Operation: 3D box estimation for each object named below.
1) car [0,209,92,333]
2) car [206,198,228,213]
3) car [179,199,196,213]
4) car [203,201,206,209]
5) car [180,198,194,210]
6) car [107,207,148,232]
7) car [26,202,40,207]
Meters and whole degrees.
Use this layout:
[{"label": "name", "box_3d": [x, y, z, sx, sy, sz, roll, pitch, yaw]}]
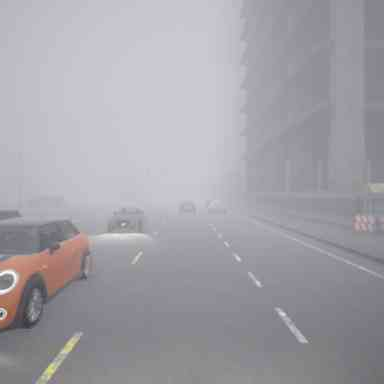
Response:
[{"label": "car", "box_3d": [-3.688, 1.382, 6.974, 2.097, 1.767, 4.553, 0, 0, -1]}, {"label": "car", "box_3d": [2.990, 1.693, 39.279, 1.812, 1.442, 4.674, 0, 0, 0]}, {"label": "car", "box_3d": [-0.527, 1.729, 38.593, 1.994, 1.385, 4.181, 0, 0, -1]}, {"label": "car", "box_3d": [2.814, 1.714, 49.126, 1.837, 1.490, 4.892, 0, 0, -1]}, {"label": "car", "box_3d": [-0.735, 1.684, 48.415, 1.882, 1.535, 5.008, 0, 0, 0]}, {"label": "car", "box_3d": [-3.873, 1.652, 20.591, 1.994, 1.385, 4.181, 0, 0, -1]}, {"label": "car", "box_3d": [-7.254, 1.400, 11.159, 2.097, 1.767, 4.553, 0, 0, -1]}]
